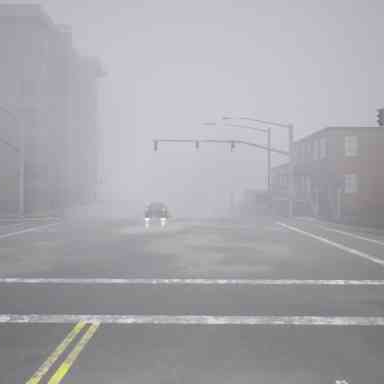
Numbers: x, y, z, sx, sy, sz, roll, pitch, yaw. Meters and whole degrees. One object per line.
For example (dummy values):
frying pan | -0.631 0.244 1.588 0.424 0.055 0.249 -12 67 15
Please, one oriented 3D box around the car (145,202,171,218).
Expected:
car | -3.588 1.847 34.343 2.097 1.767 4.553 0 -4 0

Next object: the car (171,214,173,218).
car | -3.583 3.364 44.413 2.097 1.767 4.553 0 -12 0
